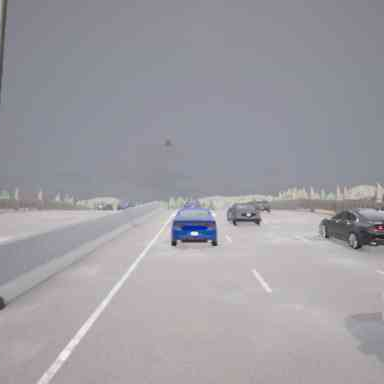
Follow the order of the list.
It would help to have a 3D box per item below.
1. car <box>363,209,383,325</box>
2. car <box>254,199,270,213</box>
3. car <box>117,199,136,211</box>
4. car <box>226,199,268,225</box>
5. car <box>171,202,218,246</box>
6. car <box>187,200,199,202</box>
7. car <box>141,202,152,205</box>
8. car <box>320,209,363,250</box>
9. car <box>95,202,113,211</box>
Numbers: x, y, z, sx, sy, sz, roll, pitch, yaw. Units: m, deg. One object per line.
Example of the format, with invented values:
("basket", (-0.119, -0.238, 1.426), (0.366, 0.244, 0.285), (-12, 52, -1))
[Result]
("car", (3.599, 1.217, 2.048), (2.150, 2.045, 5.566), (0, 0, 0))
("car", (7.087, 1.458, 35.817), (2.128, 1.511, 4.902), (0, -1, 0))
("car", (-10.526, 2.154, 53.864), (2.150, 2.045, 5.566), (0, -5, 0))
("car", (3.591, 1.499, 23.611), (2.033, 1.411, 5.357), (0, 0, 0))
("car", (0.094, 1.446, 15.238), (1.882, 1.535, 5.008), (0, 0, 0))
("car", (0.088, 1.528, 35.623), (1.994, 1.385, 4.181), (0, -1, 0))
("car", (-7.029, 2.397, 53.423), (1.837, 1.490, 4.892), (0, -6, 0))
("car", (7.095, 1.476, 14.160), (1.837, 1.490, 4.892), (0, 0, 0))
("car", (-14.030, 2.382, 53.425), (2.128, 1.511, 4.902), (0, -5, 0))
